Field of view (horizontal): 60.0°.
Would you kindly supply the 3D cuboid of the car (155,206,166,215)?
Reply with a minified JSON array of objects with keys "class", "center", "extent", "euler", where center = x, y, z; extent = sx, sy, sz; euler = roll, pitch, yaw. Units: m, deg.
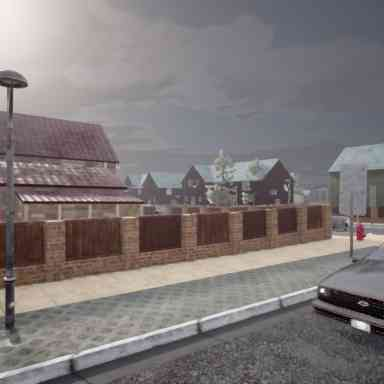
[{"class":"car","center":[-3.700,2.364,38.671],"extent":[2.128,1.511,4.902],"euler":[1,-2,-36]}]

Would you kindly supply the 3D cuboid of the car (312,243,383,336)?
[{"class":"car","center":[4.611,1.550,6.375],"extent":[5.357,1.411,2.033],"euler":[0,0,-36]}]

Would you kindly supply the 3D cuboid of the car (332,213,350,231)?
[{"class":"car","center":[8.190,1.802,22.262],"extent":[2.128,1.511,4.902],"euler":[1,-3,-36]}]
